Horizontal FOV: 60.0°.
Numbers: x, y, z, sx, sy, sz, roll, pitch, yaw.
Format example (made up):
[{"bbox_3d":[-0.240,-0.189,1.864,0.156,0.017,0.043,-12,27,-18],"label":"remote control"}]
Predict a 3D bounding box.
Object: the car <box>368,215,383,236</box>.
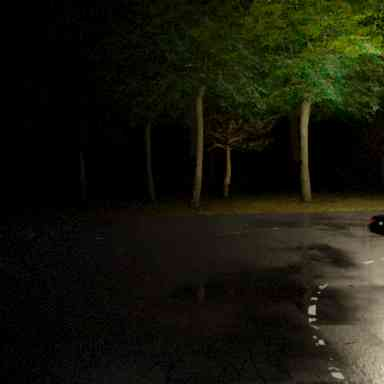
[{"bbox_3d":[10.216,1.276,13.597,5.357,1.411,2.033,-1,3,0],"label":"car"}]
